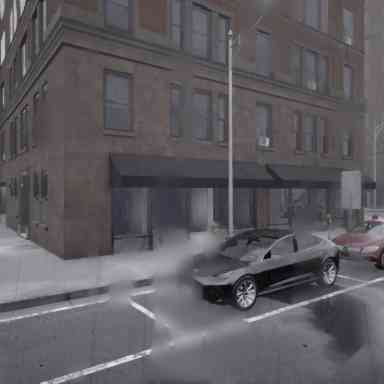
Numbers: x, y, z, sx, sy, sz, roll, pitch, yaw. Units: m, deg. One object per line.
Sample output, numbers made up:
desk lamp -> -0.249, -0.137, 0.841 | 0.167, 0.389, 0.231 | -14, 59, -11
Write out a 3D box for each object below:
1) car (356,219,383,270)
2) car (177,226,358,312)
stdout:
car -> 6.180, 1.582, 10.943 | 4.206, 1.307, 1.802 | 0, 0, -35
car -> 1.702, 1.566, 7.748 | 4.313, 1.339, 1.947 | 0, 0, -35
